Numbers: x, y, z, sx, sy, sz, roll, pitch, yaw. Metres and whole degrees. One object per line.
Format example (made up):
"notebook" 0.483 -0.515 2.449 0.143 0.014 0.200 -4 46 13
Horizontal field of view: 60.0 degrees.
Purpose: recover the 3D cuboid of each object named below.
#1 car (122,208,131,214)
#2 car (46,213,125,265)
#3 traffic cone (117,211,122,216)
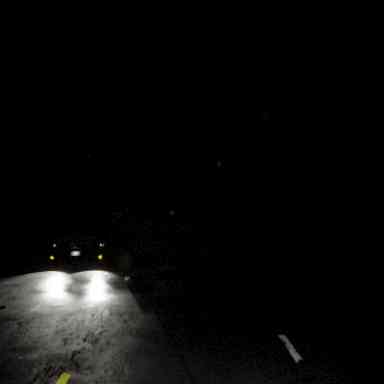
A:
"car" -17.397 5.017 88.263 1.812 1.442 4.674 0 -4 -6
"car" -3.580 1.664 11.881 1.994 1.385 4.181 0 -1 -4
"traffic cone" -9.802 2.987 45.760 0.340 0.580 0.340 0 -3 -14
